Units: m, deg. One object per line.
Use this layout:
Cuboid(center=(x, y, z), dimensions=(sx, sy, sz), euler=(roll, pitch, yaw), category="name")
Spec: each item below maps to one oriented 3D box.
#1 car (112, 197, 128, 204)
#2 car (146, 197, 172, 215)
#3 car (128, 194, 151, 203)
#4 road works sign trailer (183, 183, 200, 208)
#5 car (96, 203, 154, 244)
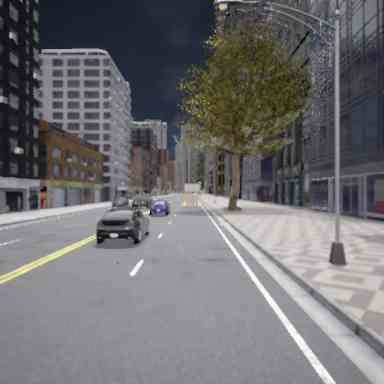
Cuboid(center=(-9.824, 1.508, 46.141), dimensions=(1.837, 1.490, 4.892), euler=(0, 0, 0), category="car")
Cuboid(center=(-3.155, 1.526, 33.586), dimensions=(1.812, 1.442, 4.674), euler=(0, 0, 0), category="car")
Cuboid(center=(-6.582, 1.225, 44.281), dimensions=(2.150, 2.045, 5.566), euler=(0, 0, 0), category="car")
Cuboid(center=(-0.006, 0.468, 47.313), dimensions=(2.380, 3.560, 2.880), euler=(0, 0, 0), category="road works sign trailer")
Cuboid(center=(-3.152, 1.504, 15.847), dimensions=(1.837, 1.490, 4.892), euler=(0, 0, 0), category="car")
